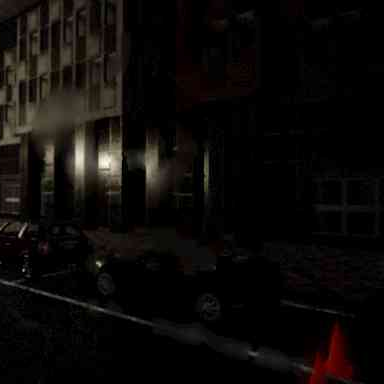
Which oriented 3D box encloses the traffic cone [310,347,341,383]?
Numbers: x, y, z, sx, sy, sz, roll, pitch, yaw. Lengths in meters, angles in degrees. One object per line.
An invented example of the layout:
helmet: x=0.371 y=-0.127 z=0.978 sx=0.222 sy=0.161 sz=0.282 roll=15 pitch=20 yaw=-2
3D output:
traffic cone: x=1.342 y=2.014 z=3.529 sx=0.340 sy=0.580 sz=0.340 roll=0 pitch=-1 yaw=34

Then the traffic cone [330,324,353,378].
traffic cone: x=1.896 y=2.029 z=4.361 sx=0.340 sy=0.580 sz=0.340 roll=0 pitch=-1 yaw=34

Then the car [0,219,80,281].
car: x=-4.974 y=1.525 z=10.200 sx=4.097 sy=1.590 sz=1.967 roll=0 pitch=-1 yaw=34

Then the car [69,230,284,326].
car: x=-0.313 y=1.638 z=7.090 sx=4.403 sy=1.369 sz=2.008 roll=0 pitch=-1 yaw=34

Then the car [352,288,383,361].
car: x=4.348 y=1.656 z=3.983 sx=4.313 sy=1.339 sz=1.947 roll=0 pitch=-1 yaw=34
